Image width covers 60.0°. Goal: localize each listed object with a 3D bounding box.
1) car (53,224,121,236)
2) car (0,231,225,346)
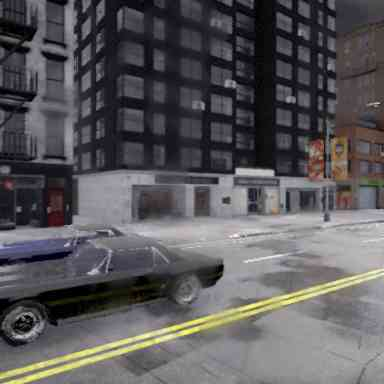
[{"bbox_3d":[-3.263,1.604,9.343,4.718,1.301,1.895,0,0,-35],"label":"car"},{"bbox_3d":[-1.705,1.603,6.462,4.718,1.301,1.895,0,0,-35],"label":"car"}]
